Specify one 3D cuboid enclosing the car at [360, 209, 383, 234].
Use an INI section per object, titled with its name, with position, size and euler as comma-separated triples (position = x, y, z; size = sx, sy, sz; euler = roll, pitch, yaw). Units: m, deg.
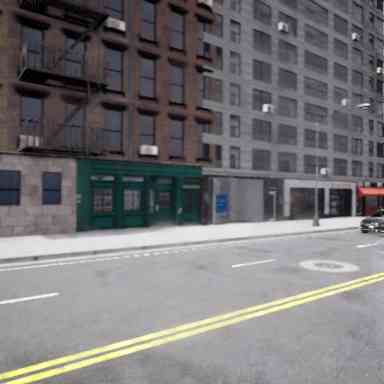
[car]
position = 12.195, 1.797, 20.364
size = 4.892, 1.490, 1.837
euler = 1, -1, -35
